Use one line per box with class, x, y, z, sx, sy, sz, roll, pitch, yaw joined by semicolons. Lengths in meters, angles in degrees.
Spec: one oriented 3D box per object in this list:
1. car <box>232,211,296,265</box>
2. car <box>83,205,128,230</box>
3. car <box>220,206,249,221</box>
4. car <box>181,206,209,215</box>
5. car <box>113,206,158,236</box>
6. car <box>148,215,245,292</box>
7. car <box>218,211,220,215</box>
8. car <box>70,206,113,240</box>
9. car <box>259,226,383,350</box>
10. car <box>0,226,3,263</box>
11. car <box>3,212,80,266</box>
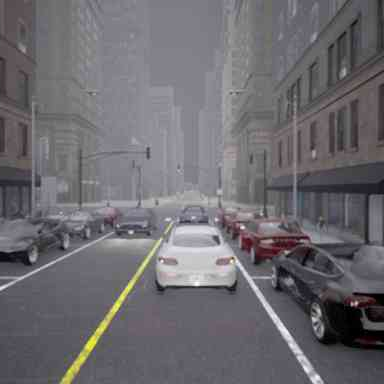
car;2.743;1.594;11.786;1.887;1.381;4.507;-1;0;0
car;-5.791;1.641;22.790;1.887;1.381;4.507;-1;0;0
car;2.738;1.618;17.291;1.887;1.381;4.507;-1;0;0
car;0.214;1.666;23.931;1.994;1.385;4.181;0;0;3
car;-3.027;1.629;19.185;2.033;1.411;5.357;0;0;0
car;0.097;1.563;8.893;1.812;1.442;4.674;0;0;0
car;2.734;1.641;22.797;1.887;1.381;4.507;-1;0;0
car;-5.787;1.624;17.284;2.008;1.369;4.403;-1;0;0
car;2.748;1.592;6.281;1.947;1.339;4.313;-1;0;0
car;-5.779;1.467;6.274;1.967;1.590;4.097;-1;0;0
car;-5.782;1.616;11.779;1.947;1.339;4.313;-1;0;0
